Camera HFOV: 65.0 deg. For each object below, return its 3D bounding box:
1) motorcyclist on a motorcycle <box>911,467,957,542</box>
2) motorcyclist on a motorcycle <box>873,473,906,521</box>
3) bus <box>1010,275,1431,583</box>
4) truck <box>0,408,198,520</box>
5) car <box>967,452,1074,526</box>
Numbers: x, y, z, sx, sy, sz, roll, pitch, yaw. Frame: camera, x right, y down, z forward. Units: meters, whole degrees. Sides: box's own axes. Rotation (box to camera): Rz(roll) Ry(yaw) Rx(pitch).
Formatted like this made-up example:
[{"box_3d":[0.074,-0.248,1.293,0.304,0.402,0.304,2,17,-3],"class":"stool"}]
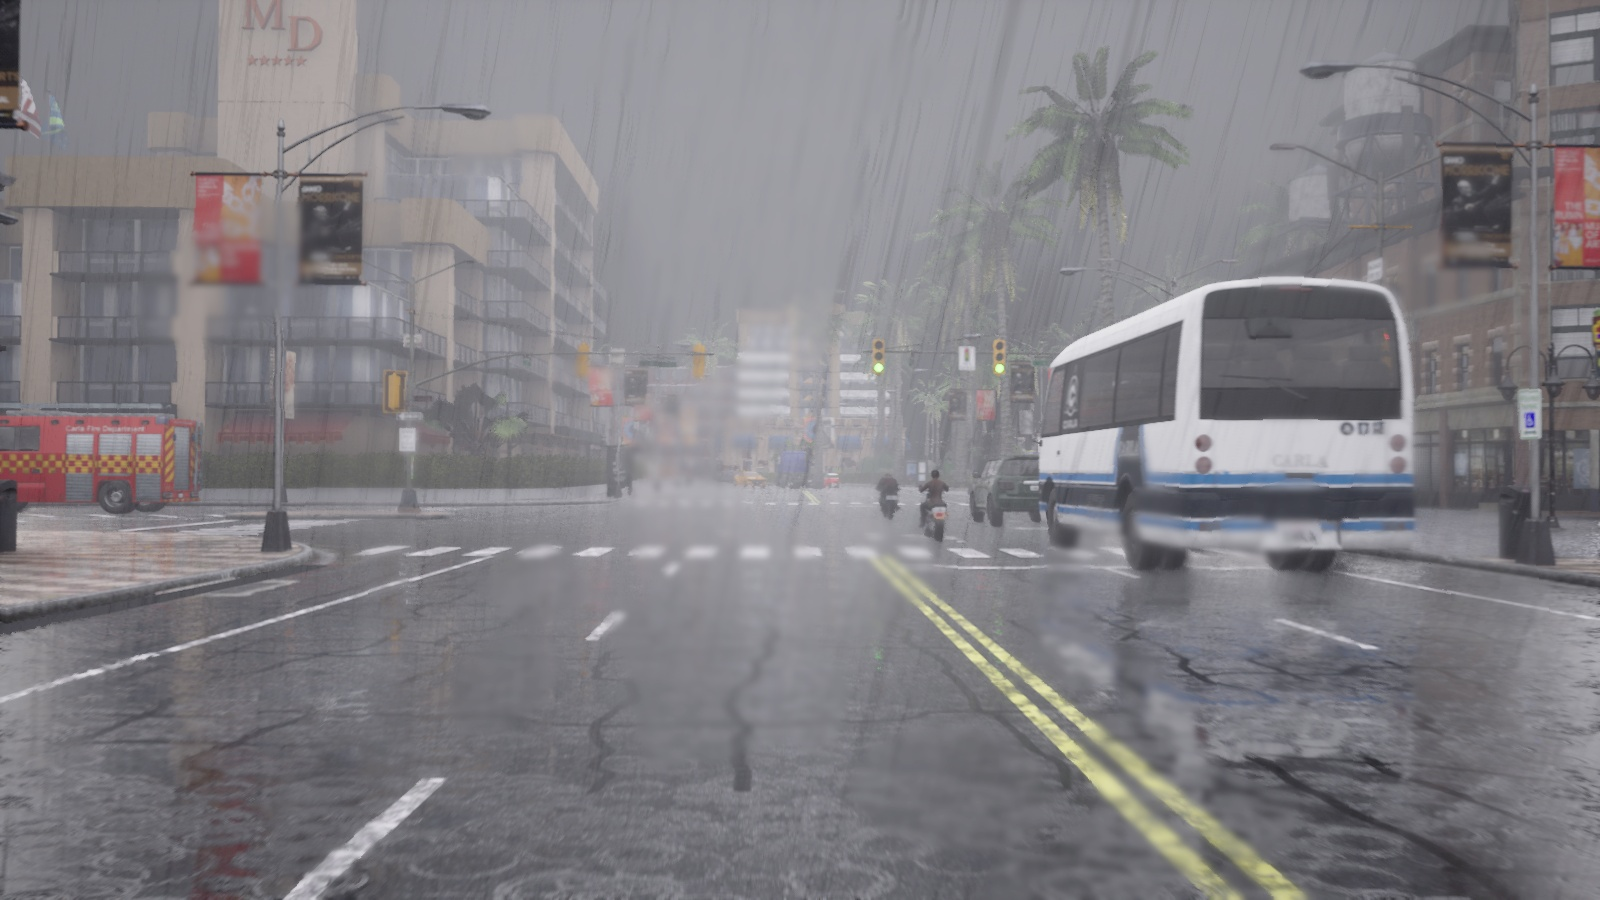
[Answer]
[{"box_3d":[3.086,1.239,29.093,0.766,1.649,2.350,0,-1,-1],"class":"motorcyclist on a motorcycle"},{"box_3d":[2.912,1.524,41.033,0.866,1.530,2.191,0,-1,-1],"class":"motorcyclist on a motorcycle"},{"box_3d":[6.677,-0.214,22.523,3.944,4.253,10.273,0,-1,-1],"class":"bus"},{"box_3d":[-26.282,0.511,44.543,8.468,3.827,2.891,0,-1,-1],"class":"truck"},{"box_3d":[6.462,1.133,37.507,2.150,2.045,5.566,0,-1,-1],"class":"car"}]
